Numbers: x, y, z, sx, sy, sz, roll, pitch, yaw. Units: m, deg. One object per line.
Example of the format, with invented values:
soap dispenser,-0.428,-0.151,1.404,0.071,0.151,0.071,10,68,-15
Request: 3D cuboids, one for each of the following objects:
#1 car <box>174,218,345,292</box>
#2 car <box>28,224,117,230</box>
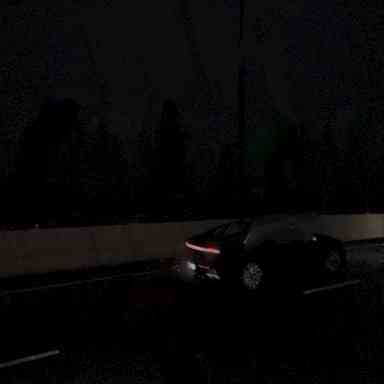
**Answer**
car,2.063,1.514,8.955,4.902,1.511,2.128,0,0,-31
car,-5.878,1.568,16.613,4.181,1.385,1.994,0,0,-32
